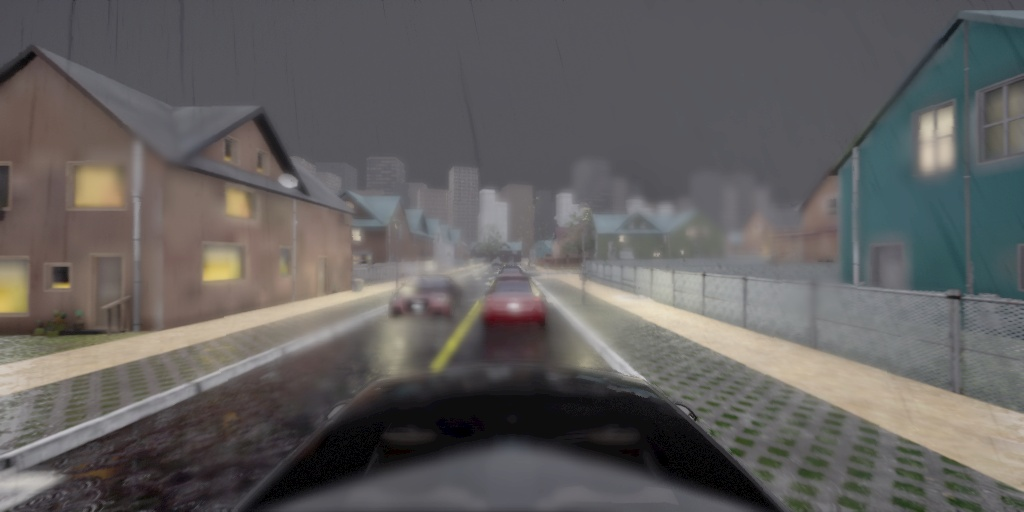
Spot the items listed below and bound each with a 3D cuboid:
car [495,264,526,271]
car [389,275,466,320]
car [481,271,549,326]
[{"bbox_3d":[0.083,1.436,23.741,1.994,1.385,4.181,0,0,1],"label":"car"},{"bbox_3d":[-2.839,1.376,12.845,1.994,1.385,4.181,0,0,0],"label":"car"},{"bbox_3d":[0.090,1.371,11.859,1.994,1.385,4.181,0,0,0],"label":"car"}]
